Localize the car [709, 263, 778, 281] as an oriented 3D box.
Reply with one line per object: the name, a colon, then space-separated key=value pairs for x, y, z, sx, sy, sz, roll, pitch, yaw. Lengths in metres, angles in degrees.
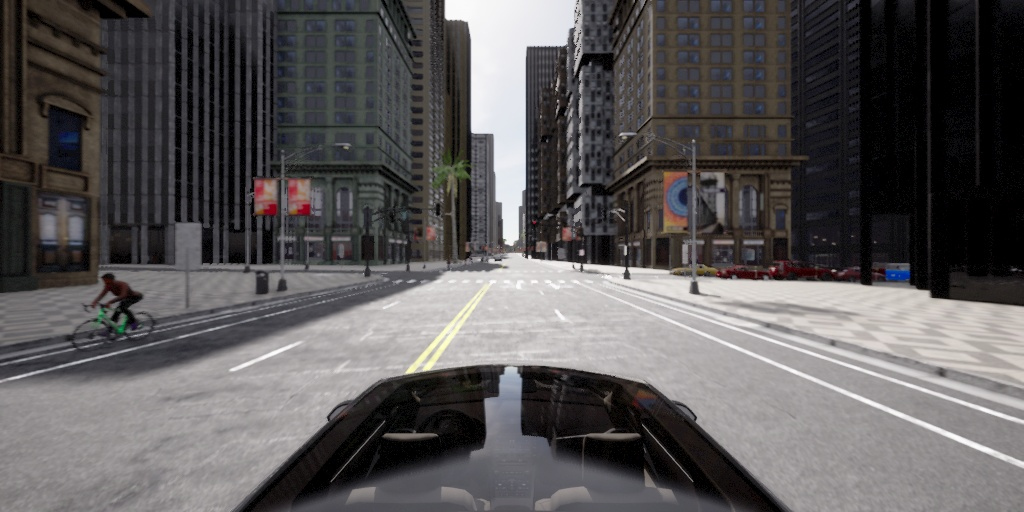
car: x=20.690 y=1.561 z=32.125 sx=4.507 sy=1.381 sz=1.888 roll=0 pitch=0 yaw=0

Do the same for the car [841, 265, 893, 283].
car: x=30.864 y=1.736 z=32.102 sx=4.207 sy=1.307 sz=1.802 roll=0 pitch=0 yaw=0

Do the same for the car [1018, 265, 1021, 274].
car: x=51.820 y=1.976 z=37.857 sx=4.674 sy=1.442 sz=1.812 roll=1 pitch=0 yaw=0

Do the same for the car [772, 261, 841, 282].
car: x=25.777 y=1.400 z=32.114 sx=5.009 sy=1.841 sz=2.192 roll=0 pitch=0 yaw=0

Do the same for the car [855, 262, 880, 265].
car: x=40.253 y=1.617 z=40.632 sx=5.009 sy=1.841 sz=2.192 roll=0 pitch=0 yaw=0

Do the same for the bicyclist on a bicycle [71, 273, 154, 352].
bicyclist on a bicycle: x=-8.780 y=1.200 z=7.962 sx=0.582 sy=1.620 sz=1.656 roll=0 pitch=0 yaw=0

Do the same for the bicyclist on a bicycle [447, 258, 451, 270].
bicyclist on a bicycle: x=-8.826 y=1.158 z=49.949 sx=0.582 sy=1.620 sz=1.656 roll=0 pitch=0 yaw=0

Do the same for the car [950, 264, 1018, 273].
car: x=41.038 y=1.606 z=32.079 sx=5.009 sy=1.841 sz=2.192 roll=0 pitch=0 yaw=0

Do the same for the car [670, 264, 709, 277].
car: x=20.540 y=1.564 z=40.653 sx=4.829 sy=1.417 sz=1.751 roll=0 pitch=0 yaw=0

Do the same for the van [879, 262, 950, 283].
van: x=35.951 y=1.563 z=32.091 sx=3.998 sy=1.789 sz=1.690 roll=0 pitch=0 yaw=0
